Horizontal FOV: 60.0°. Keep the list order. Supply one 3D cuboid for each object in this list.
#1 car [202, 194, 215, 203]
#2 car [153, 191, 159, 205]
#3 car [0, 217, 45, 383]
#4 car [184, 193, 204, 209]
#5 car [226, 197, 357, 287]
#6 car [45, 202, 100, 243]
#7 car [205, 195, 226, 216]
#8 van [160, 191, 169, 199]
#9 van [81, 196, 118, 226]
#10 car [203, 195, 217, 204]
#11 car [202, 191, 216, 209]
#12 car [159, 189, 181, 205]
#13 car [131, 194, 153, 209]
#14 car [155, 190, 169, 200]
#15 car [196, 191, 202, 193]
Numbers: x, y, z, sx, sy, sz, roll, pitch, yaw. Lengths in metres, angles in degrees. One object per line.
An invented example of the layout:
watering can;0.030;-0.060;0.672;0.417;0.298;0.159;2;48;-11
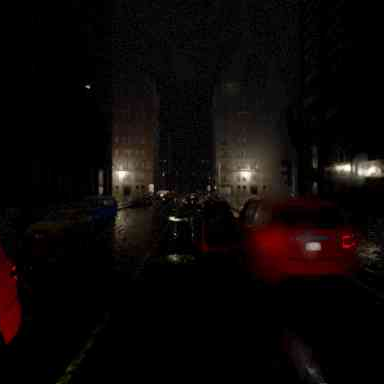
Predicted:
car;2.632;0.990;54.848;1.887;1.381;4.507;0;1;0
car;-5.887;1.010;43.588;1.967;1.590;4.097;0;1;0
car;-3.101;1.205;1.708;2.150;2.045;5.566;0;1;0
car;0.045;1.178;37.959;2.033;1.411;5.357;0;1;0
car;2.388;1.138;9.227;2.150;2.045;5.566;0;0;0
car;-5.870;1.387;15.218;1.752;1.417;4.829;0;1;0
car;2.646;1.242;32.292;2.008;1.369;4.403;0;1;0
van;-5.904;0.597;71.786;1.690;1.788;3.998;0;1;0
van;-5.873;1.148;21.028;1.690;1.788;3.998;0;1;0
car;2.636;1.089;49.209;1.802;1.307;4.206;0;1;0
car;2.639;1.010;43.568;1.967;1.590;4.097;0;1;0
car;-3.031;0.891;47.462;2.097;1.767;4.553;0;1;0
car;-5.883;1.213;37.949;1.802;1.307;4.206;0;1;0
car;-5.900;0.636;66.145;2.192;1.841;5.009;0;1;0
car;-0.030;1.015;47.745;2.128;1.511;4.902;0;1;0
